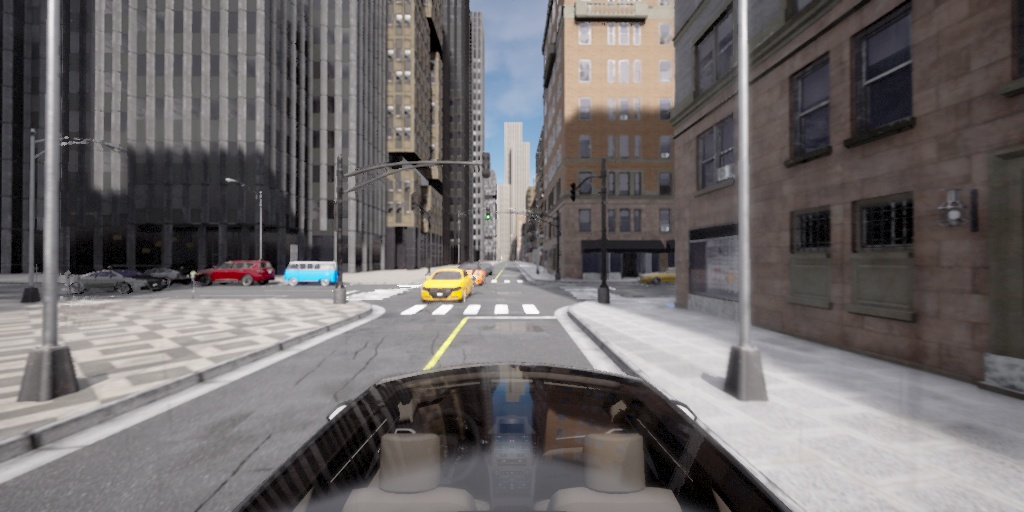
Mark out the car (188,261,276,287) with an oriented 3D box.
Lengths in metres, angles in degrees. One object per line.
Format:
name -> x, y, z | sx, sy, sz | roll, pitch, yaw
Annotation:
car -> -20.426, 1.279, 26.676 | 5.009, 1.841, 2.192 | 0, 0, -1

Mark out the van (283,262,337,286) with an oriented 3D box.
van -> -14.786, 1.307, 26.776 | 3.998, 1.789, 1.690 | 0, 0, -1

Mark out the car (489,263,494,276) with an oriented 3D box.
car -> -3.092, 1.563, 41.524 | 1.882, 1.535, 5.008 | 0, 1, 0

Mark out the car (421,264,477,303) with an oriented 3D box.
car -> -3.038, 1.354, 17.551 | 1.882, 1.535, 5.008 | 0, 0, 0

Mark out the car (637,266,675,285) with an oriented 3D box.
car -> 12.058, 1.451, 27.253 | 4.829, 1.417, 1.751 | 0, 0, -1

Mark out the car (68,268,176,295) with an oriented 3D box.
car -> -22.612, 1.481, 20.685 | 4.181, 1.385, 1.994 | 0, 0, -1

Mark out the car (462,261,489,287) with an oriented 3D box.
car -> -3.058, 1.256, 26.335 | 2.097, 1.767, 4.553 | 0, 0, 0

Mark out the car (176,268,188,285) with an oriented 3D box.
car -> -26.065, 1.526, 26.576 | 4.313, 1.339, 1.948 | 0, 0, -1
